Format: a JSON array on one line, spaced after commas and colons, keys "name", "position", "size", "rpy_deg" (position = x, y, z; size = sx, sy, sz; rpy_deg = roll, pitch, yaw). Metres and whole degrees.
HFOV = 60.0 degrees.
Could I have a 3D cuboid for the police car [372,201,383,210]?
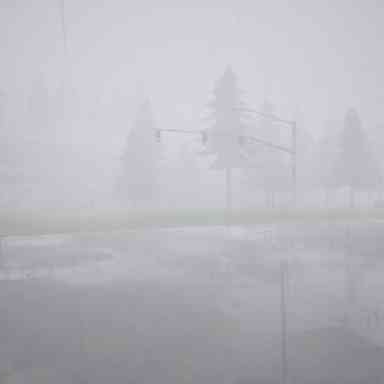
[{"name": "police car", "position": [22.642, 1.245, 36.612], "size": [4.974, 1.542, 2.038], "rpy_deg": [0, 3, 11]}]
